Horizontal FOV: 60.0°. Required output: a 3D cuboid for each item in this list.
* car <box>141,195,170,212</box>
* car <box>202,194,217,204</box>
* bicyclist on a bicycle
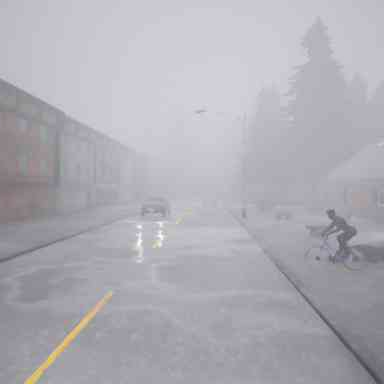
[{"bbox_3d":[-2.747,1.034,25.970,1.837,1.490,4.892,1,1,3],"label":"car"},{"bbox_3d":[2.530,0.960,48.378,1.812,1.442,4.674,1,1,3],"label":"car"},{"bbox_3d":[3.759,1.267,8.622,1.656,1.620,0.582,0,1,3],"label":"bicyclist on a bicycle"}]
